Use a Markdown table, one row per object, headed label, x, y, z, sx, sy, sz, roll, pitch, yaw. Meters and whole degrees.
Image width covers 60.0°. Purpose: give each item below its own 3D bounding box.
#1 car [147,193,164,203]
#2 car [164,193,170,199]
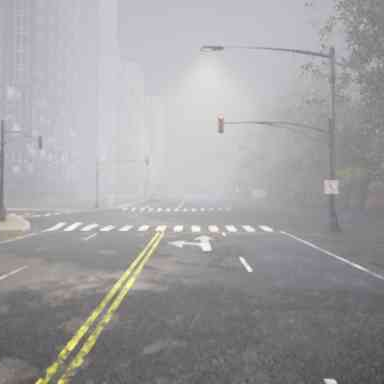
| label | x | y | z | sx | sy | sz | roll | pitch | yaw |
| --- | --- | --- | --- | --- | --- | --- | --- | --- | --- |
| car | -6.500 | 1.010 | 57.878 | 2.097 | 1.767 | 4.553 | 0 | 0 | 0 |
| car | -6.501 | 1.046 | 82.067 | 1.837 | 1.490 | 4.892 | 0 | 0 | 0 |
